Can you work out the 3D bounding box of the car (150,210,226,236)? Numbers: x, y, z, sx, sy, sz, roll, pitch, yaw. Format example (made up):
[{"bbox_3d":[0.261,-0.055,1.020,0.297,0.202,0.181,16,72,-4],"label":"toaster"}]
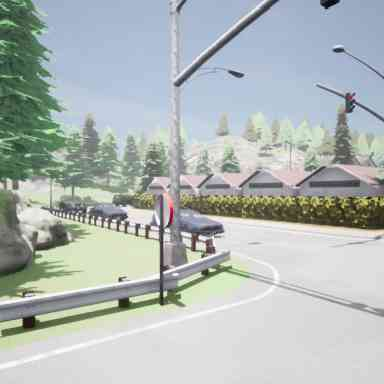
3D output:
[{"bbox_3d":[-0.446,1.739,19.196,2.033,1.411,5.357,0,0,-36],"label":"car"}]

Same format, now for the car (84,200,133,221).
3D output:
[{"bbox_3d":[-7.404,1.739,29.066,2.033,1.411,5.357,0,0,-35],"label":"car"}]

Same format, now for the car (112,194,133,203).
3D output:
[{"bbox_3d":[-10.432,1.398,54.088,2.150,2.045,5.566,0,0,37],"label":"car"}]

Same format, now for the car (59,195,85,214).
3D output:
[{"bbox_3d":[-13.781,1.411,38.193,2.150,2.045,5.566,0,0,-33],"label":"car"}]
